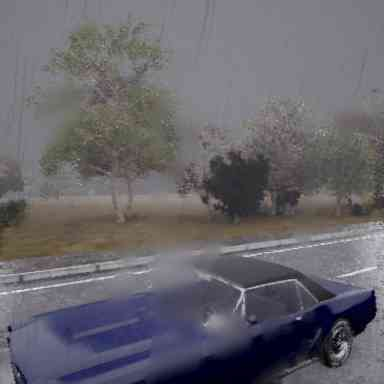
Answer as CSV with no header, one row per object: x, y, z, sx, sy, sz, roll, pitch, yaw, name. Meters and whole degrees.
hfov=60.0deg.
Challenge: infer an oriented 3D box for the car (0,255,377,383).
0.263,1.601,4.180,4.718,1.301,1.895,0,0,-35,car
